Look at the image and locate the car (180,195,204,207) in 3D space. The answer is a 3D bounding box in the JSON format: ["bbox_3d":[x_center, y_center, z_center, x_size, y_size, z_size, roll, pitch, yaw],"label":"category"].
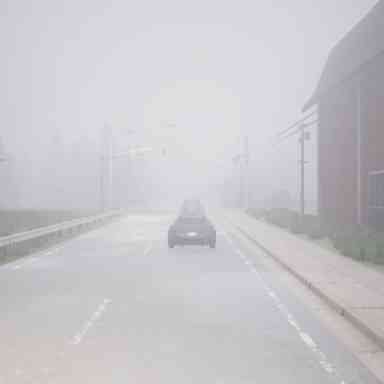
[{"bbox_3d":[0.000,1.365,29.620,2.097,1.767,4.553,0,0,0],"label":"car"}]

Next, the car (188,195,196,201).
[{"bbox_3d":[0.000,1.492,81.559,1.837,1.490,4.892,0,0,0],"label":"car"}]

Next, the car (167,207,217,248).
[{"bbox_3d":[0.000,1.571,14.650,1.994,1.385,4.181,0,0,0],"label":"car"}]
